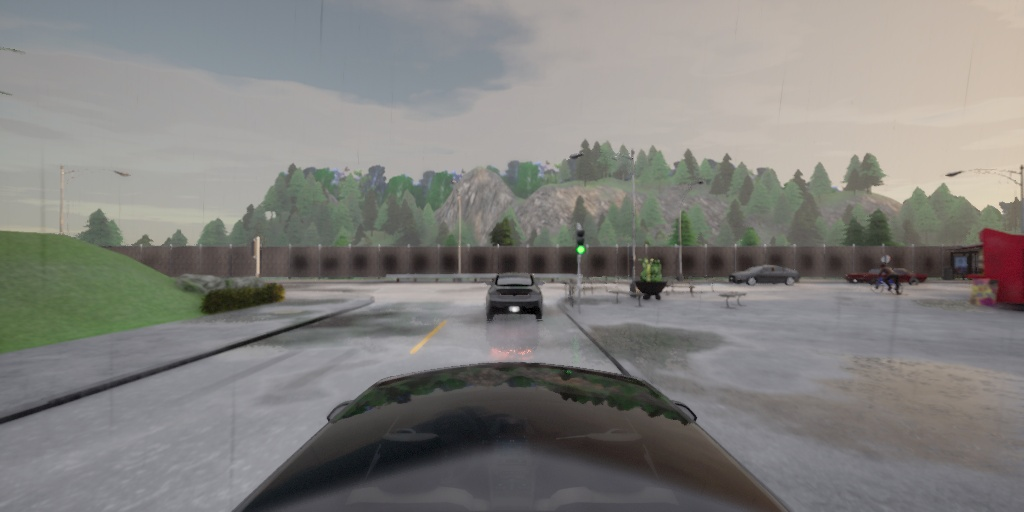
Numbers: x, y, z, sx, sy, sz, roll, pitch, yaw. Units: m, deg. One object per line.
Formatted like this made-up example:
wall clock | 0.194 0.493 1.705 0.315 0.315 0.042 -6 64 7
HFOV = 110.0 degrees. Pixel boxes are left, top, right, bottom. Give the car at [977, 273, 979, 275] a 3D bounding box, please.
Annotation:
car | 38.819 1.331 27.527 4.553 1.767 2.097 0 -1 0

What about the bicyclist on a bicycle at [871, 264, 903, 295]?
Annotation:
bicyclist on a bicycle | 19.967 1.253 19.121 0.582 1.620 1.656 0 -1 0

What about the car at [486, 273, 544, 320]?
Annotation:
car | 0.102 1.356 13.103 1.837 1.490 4.892 0 -1 1

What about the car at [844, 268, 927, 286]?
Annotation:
car | 28.529 1.580 27.527 4.718 1.301 1.895 0 -1 0

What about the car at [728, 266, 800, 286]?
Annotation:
car | 19.273 1.484 27.517 4.892 1.490 1.837 0 -1 0
